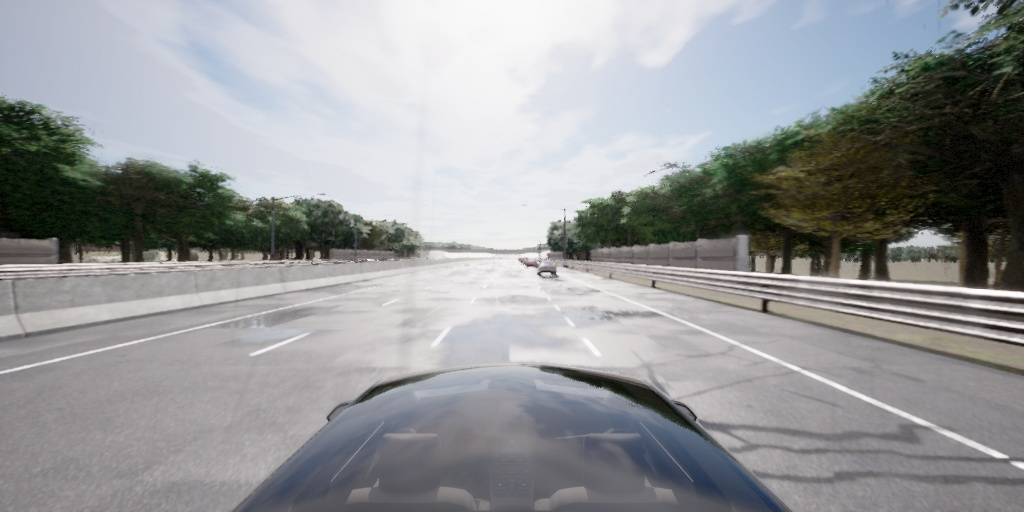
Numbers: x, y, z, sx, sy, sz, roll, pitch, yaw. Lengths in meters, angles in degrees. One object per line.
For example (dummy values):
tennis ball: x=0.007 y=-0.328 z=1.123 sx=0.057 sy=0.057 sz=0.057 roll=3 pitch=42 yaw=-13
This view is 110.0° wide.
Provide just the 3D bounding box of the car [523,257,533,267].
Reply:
car: x=3.510 y=1.282 z=65.258 sx=1.994 sy=1.385 sz=4.181 roll=0 pitch=0 yaw=0

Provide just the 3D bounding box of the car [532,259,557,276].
car: x=3.505 y=1.246 z=36.807 sx=2.033 sy=1.411 sz=5.357 roll=0 pitch=0 yaw=0
